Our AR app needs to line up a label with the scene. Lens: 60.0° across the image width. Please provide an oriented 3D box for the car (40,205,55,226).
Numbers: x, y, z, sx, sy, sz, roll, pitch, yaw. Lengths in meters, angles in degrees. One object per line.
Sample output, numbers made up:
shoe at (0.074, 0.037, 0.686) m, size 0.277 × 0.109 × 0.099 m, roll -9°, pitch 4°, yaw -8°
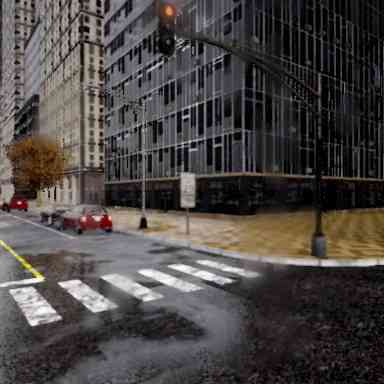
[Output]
car at (-9.444, 1.543, 23.400) m, size 2.008 × 1.369 × 4.403 m, roll 0°, pitch 0°, yaw -36°

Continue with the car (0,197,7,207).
car at (-29.733, 1.489, 50.741) m, size 2.008 × 1.369 × 4.403 m, roll 1°, pitch 0°, yaw -36°

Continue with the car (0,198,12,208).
car at (-26.364, 1.494, 46.175) m, size 1.887 × 1.381 × 4.507 m, roll 1°, pitch 0°, yaw -36°

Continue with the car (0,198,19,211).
car at (-23.097, 1.485, 41.745) m, size 1.752 × 1.417 × 4.829 m, roll 1°, pitch 0°, yaw -36°

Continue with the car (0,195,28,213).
car at (-19.627, 1.284, 37.042) m, size 2.192 × 1.841 × 5.009 m, roll 0°, pitch 0°, yaw -36°

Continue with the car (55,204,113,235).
car at (-6.048, 1.437, 18.849) m, size 1.967 × 1.590 × 4.097 m, roll 0°, pitch 0°, yaw -36°
